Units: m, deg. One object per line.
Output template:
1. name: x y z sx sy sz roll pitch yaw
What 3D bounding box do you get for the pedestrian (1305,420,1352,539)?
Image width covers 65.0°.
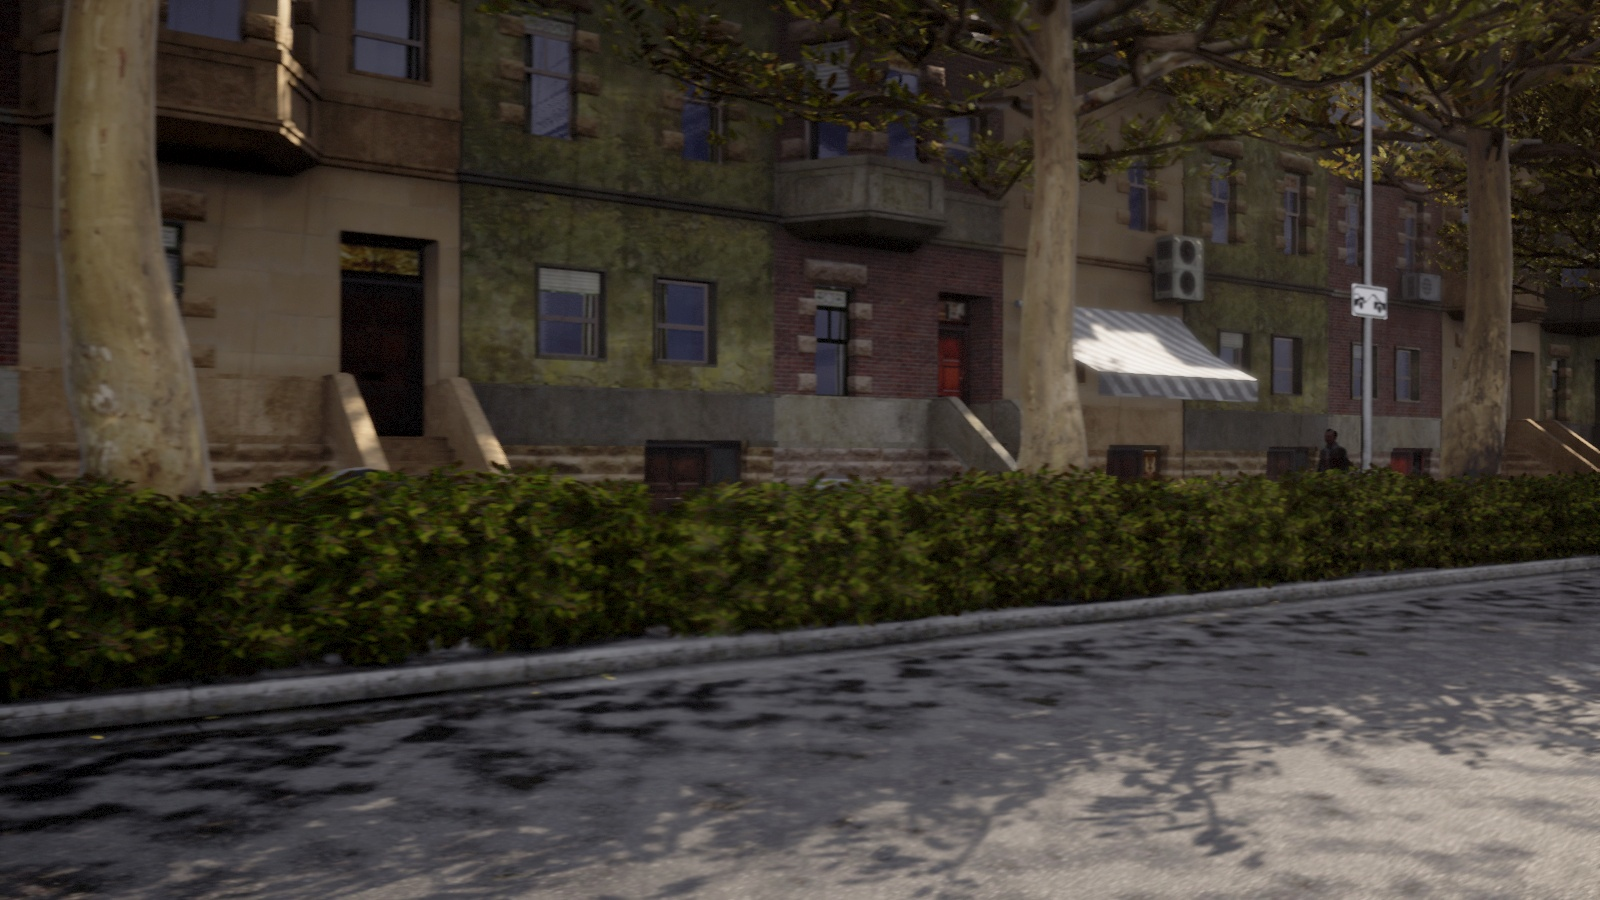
1. pedestrian: 8.428 0.465 20.031 0.720 1.854 0.376 0 0 -36
